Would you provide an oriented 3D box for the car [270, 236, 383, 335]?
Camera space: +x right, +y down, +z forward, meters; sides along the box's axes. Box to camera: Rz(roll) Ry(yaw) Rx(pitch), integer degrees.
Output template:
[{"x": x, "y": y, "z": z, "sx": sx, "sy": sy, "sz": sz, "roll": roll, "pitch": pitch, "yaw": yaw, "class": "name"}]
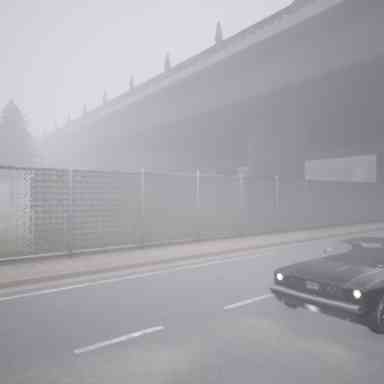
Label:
[{"x": 3.778, "y": 1.680, "z": 7.037, "sx": 4.718, "sy": 1.301, "sz": 1.895, "roll": 0, "pitch": -1, "yaw": -38, "class": "car"}]
